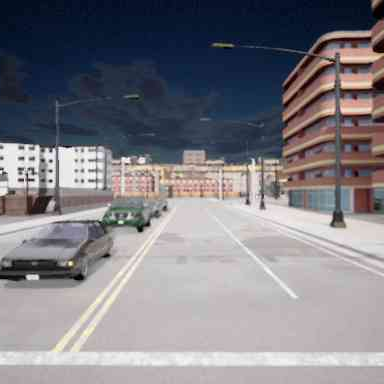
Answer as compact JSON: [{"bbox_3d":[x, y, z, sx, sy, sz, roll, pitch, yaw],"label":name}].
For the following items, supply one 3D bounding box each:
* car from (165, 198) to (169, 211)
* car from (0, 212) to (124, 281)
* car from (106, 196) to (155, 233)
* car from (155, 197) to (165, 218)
[{"bbox_3d":[-3.998,1.406,40.426,2.097,1.767,4.553,0,0,0],"label":"car"},{"bbox_3d":[-3.684,1.565,10.237,2.033,1.411,5.357,0,0,-1],"label":"car"},{"bbox_3d":[-3.812,1.252,20.423,2.150,2.045,5.566,0,0,-1],"label":"car"},{"bbox_3d":[-3.898,1.394,30.217,2.097,1.767,4.553,0,0,0],"label":"car"}]
